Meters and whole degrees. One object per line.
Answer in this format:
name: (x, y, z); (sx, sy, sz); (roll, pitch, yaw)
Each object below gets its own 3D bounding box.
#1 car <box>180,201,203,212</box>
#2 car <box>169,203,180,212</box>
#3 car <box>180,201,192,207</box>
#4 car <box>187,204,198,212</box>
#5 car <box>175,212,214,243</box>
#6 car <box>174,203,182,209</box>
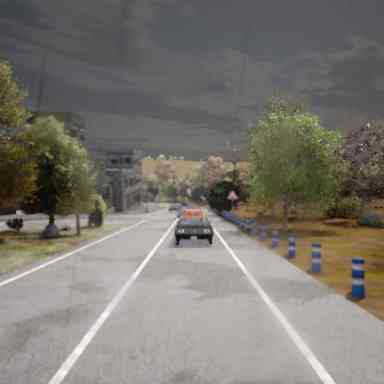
car: (0.095, 2.113, 35.472); (2.097, 1.767, 4.553); (0, -1, 0)
car: (-3.290, 2.977, 62.565); (1.994, 1.385, 4.181); (0, -1, 1)
car: (-1.695, 3.341, 94.634); (2.033, 1.411, 5.357); (-1, 0, -16)
car: (0.084, 2.881, 61.017); (1.837, 1.490, 4.892); (0, -2, 0)
car: (0.097, 1.938, 17.945); (1.895, 1.301, 4.718); (0, -1, 0)
car: (-3.295, 3.302, 77.866); (1.812, 1.442, 4.674); (0, -1, 0)
